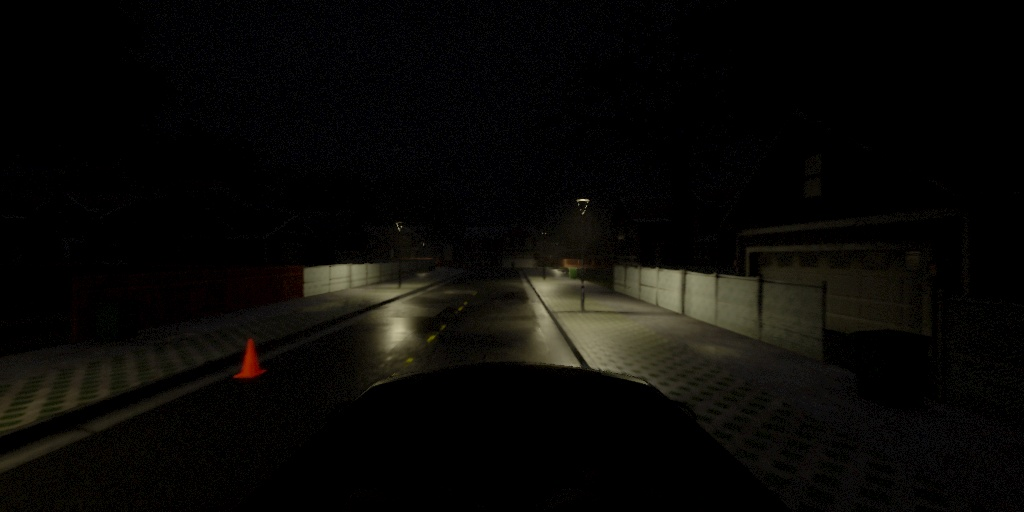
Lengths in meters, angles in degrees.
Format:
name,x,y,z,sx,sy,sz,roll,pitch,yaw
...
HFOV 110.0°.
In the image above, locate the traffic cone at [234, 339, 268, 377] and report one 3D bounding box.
name,x,y,z,sx,sy,sz,roll,pitch,yaw
traffic cone,-4.425,1.707,6.083,0.340,0.580,0.340,0,0,0
